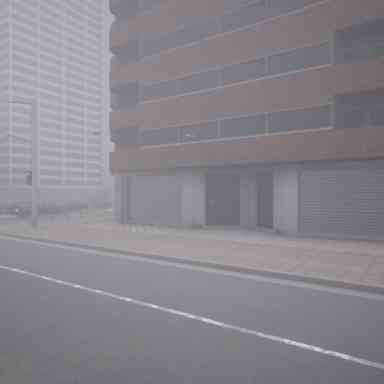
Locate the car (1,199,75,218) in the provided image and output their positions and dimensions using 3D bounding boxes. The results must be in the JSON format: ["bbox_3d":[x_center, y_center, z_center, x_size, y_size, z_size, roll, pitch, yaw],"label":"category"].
[{"bbox_3d":[-13.760,1.547,30.101,2.033,1.411,5.357,0,0,34],"label":"car"}]

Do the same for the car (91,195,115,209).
[{"bbox_3d":[-12.816,1.505,44.169,1.837,1.490,4.892,0,0,35],"label":"car"}]

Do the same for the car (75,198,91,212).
[{"bbox_3d":[-13.907,1.601,36.478,1.895,1.301,4.718,0,0,35],"label":"car"}]
